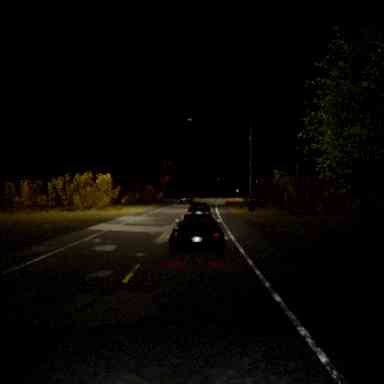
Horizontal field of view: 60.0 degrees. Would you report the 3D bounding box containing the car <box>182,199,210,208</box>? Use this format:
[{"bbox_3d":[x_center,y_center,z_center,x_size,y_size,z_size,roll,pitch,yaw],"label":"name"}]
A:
[{"bbox_3d":[0.570,1.519,25.657,2.033,1.411,5.357,0,0,3],"label":"car"}]

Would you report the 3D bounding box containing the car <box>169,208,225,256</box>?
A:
[{"bbox_3d":[0.224,1.553,13.128,1.994,1.385,4.181,0,0,2],"label":"car"}]

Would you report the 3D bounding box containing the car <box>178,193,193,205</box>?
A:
[{"bbox_3d":[-1.017,1.118,58.316,2.150,2.045,5.566,0,0,5],"label":"car"}]
